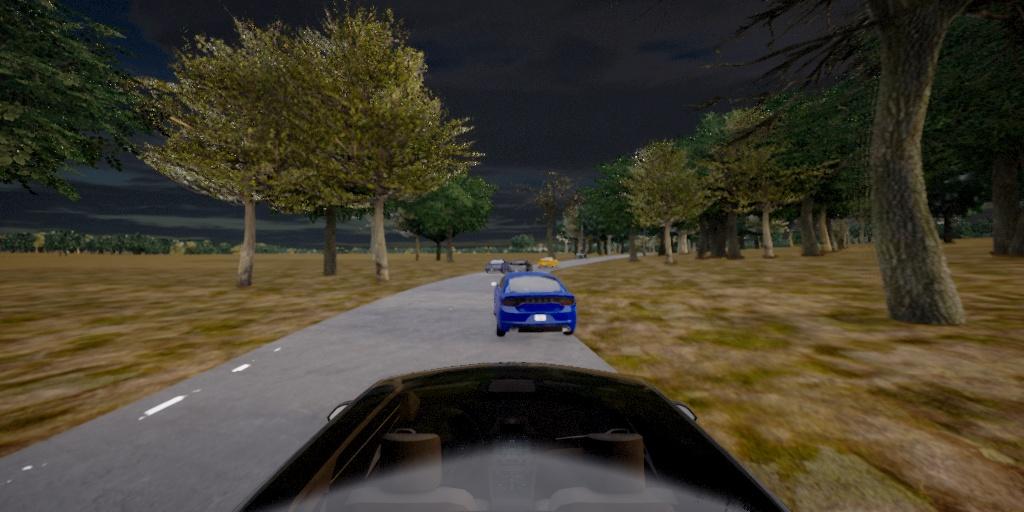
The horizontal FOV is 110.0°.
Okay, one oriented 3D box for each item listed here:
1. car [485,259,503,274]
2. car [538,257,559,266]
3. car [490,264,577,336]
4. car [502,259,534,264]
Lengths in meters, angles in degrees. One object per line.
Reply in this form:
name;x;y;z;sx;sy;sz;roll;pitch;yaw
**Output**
car;-1.473;1.055;37.896;1.812;1.442;4.674;0;0;13
car;5.032;0.849;48.952;1.882;1.535;5.008;0;1;21
car;0.445;1.175;10.236;1.882;1.535;5.008;0;0;-4
car;0.880;1.041;33.524;2.128;1.511;4.902;0;0;11
